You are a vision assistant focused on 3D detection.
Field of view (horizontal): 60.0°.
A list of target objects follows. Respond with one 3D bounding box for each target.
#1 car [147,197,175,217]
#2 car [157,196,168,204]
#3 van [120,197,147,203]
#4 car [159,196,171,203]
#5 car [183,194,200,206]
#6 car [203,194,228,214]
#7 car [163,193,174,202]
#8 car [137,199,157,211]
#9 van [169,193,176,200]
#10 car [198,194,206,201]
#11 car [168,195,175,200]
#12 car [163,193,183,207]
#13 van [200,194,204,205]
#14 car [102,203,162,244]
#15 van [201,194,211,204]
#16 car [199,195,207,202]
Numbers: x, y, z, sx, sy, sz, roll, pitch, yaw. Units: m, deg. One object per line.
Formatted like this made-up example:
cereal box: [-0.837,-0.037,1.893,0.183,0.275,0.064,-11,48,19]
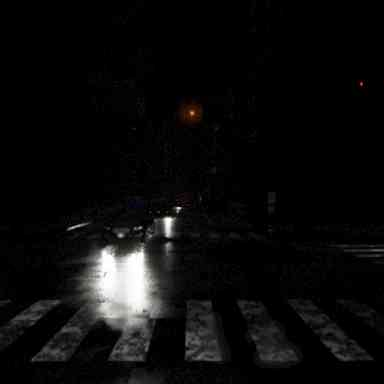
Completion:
car: [-2.899,1.493,31.324,1.837,1.490,4.892,0,0,0]
car: [-5.495,1.496,62.327,1.752,1.417,4.829,0,0,0]
van: [-5.455,1.328,30.059,1.690,1.788,3.998,0,0,0]
car: [-5.502,1.519,67.903,2.008,1.369,4.403,0,0,0]
car: [-0.031,1.522,55.328,2.033,1.411,5.357,0,0,0]
car: [2.649,1.300,35.479,2.192,1.841,5.009,0,0,0]
car: [-5.515,1.277,78.715,2.192,1.841,5.009,0,0,0]
car: [-5.469,1.548,40.871,1.947,1.339,4.313,0,0,0]
van: [-5.535,1.295,94.934,1.690,1.788,3.998,0,0,0]
car: [2.532,1.400,84.134,1.967,1.590,4.097,0,0,0]
car: [-5.528,1.539,89.528,1.802,1.307,4.206,0,0,0]
car: [-2.897,1.200,51.239,2.150,2.045,5.566,0,0,0]
van: [2.610,1.318,51.697,1.690,1.788,3.998,0,0,0]
car: [-2.879,1.486,15.911,2.128,1.511,4.902,0,0,0]
van: [2.584,1.312,62.510,1.690,1.788,3.998,0,0,0]
car: [2.544,1.488,78.899,1.752,1.417,4.829,0,0,0]
